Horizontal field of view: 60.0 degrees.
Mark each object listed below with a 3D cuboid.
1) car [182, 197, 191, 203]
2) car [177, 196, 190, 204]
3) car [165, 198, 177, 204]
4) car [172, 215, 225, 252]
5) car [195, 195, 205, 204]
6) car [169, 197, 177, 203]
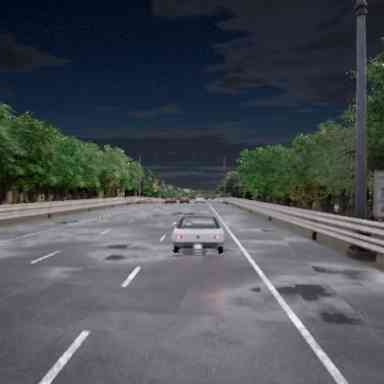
[{"bbox_3d":[-1.417,2.193,87.186,2.128,1.511,4.902,0,-2,1],"label":"car"},{"bbox_3d":[-1.664,1.815,77.153,2.097,1.767,4.553,0,-2,1],"label":"car"},{"bbox_3d":[-5.173,1.978,76.853,2.033,1.411,5.357,0,-2,1],"label":"car"},{"bbox_3d":[0.268,1.608,13.802,1.895,1.301,4.718,0,0,1],"label":"car"},{"bbox_3d":[1.827,1.684,76.719,2.150,2.045,5.566,0,-2,1],"label":"car"},{"bbox_3d":[-4.916,2.182,87.273,1.812,1.442,4.674,0,-2,1],"label":"car"}]
